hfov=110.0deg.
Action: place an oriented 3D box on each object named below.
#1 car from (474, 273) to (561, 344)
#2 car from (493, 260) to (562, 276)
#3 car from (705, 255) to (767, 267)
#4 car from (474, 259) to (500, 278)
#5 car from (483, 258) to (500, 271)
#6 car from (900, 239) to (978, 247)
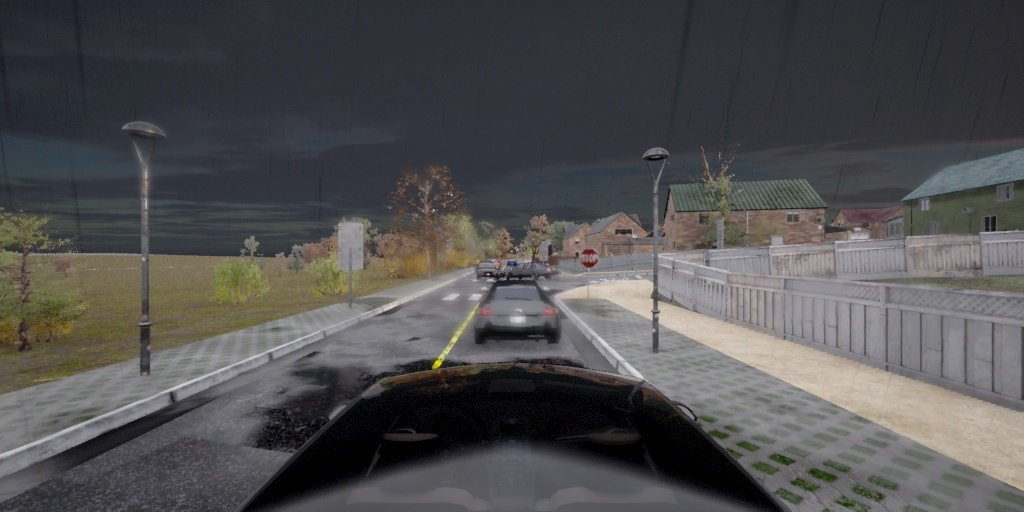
[{"bbox_3d":[0.103,1.313,9.565,1.994,1.385,4.181,0,0,-1],"label":"car"},{"bbox_3d":[1.339,1.197,28.579,5.357,1.411,2.033,-4,-3,43],"label":"car"},{"bbox_3d":[14.389,0.413,22.954,4.181,1.385,1.994,-3,0,16],"label":"car"},{"bbox_3d":[-2.248,1.257,31.491,1.837,1.490,4.892,0,0,-8],"label":"car"},{"bbox_3d":[-2.843,1.120,51.309,2.097,1.767,4.553,0,0,1],"label":"car"},{"bbox_3d":[23.889,-0.208,20.532,4.902,1.511,2.128,-3,0,14],"label":"car"}]
